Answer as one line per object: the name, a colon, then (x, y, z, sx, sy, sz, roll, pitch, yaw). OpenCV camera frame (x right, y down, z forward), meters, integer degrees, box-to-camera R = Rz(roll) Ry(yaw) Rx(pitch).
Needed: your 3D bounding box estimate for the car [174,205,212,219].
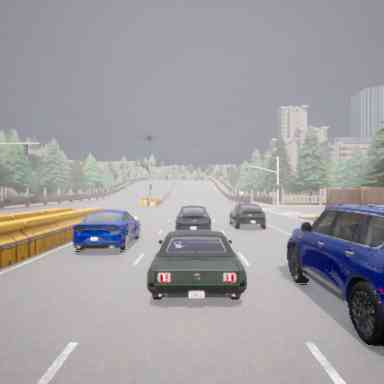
car: (0.065, 1.504, 18.585, 1.837, 1.490, 4.892, 0, 0, 0)

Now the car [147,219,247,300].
car: (0.085, 1.601, 8.348, 1.895, 1.301, 4.718, 0, 0, 0)

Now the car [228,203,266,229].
car: (3.558, 1.502, 21.768, 1.837, 1.490, 4.892, 0, -1, 0)

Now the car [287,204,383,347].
car: (3.591, 1.225, 6.465, 2.150, 2.045, 5.566, 0, 0, 0)

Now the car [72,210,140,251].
car: (-3.429, 1.477, 14.110, 1.882, 1.535, 5.008, 0, 0, 0)
